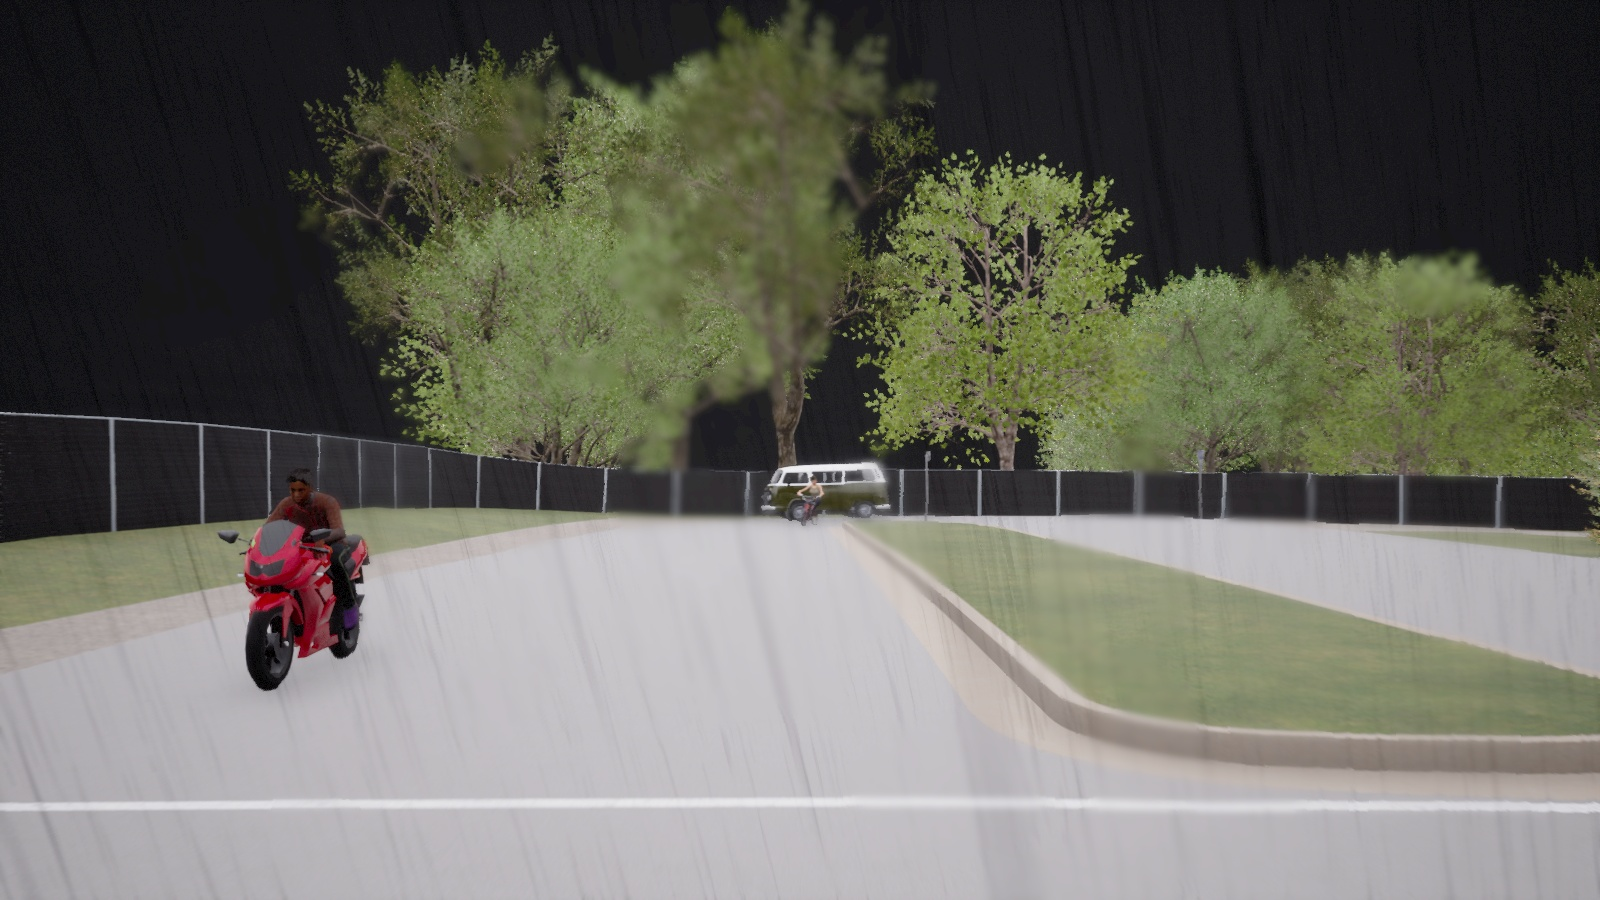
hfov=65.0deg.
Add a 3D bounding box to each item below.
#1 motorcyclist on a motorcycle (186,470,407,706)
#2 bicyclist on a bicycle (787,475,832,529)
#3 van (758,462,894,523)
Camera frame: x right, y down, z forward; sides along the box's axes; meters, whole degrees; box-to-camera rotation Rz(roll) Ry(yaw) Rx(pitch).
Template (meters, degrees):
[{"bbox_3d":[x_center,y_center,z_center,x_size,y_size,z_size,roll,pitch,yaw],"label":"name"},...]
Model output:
[{"bbox_3d":[-3.637,0.924,9.302,0.797,1.523,2.044,-1,-1,0],"label":"motorcyclist on a motorcycle"},{"bbox_3d":[0.308,1.616,39.194,0.866,1.612,1.509,2,-1,21],"label":"bicyclist on a bicycle"},{"bbox_3d":[0.903,1.529,45.204,4.480,2.038,2.069,-1,-2,-12],"label":"van"}]
